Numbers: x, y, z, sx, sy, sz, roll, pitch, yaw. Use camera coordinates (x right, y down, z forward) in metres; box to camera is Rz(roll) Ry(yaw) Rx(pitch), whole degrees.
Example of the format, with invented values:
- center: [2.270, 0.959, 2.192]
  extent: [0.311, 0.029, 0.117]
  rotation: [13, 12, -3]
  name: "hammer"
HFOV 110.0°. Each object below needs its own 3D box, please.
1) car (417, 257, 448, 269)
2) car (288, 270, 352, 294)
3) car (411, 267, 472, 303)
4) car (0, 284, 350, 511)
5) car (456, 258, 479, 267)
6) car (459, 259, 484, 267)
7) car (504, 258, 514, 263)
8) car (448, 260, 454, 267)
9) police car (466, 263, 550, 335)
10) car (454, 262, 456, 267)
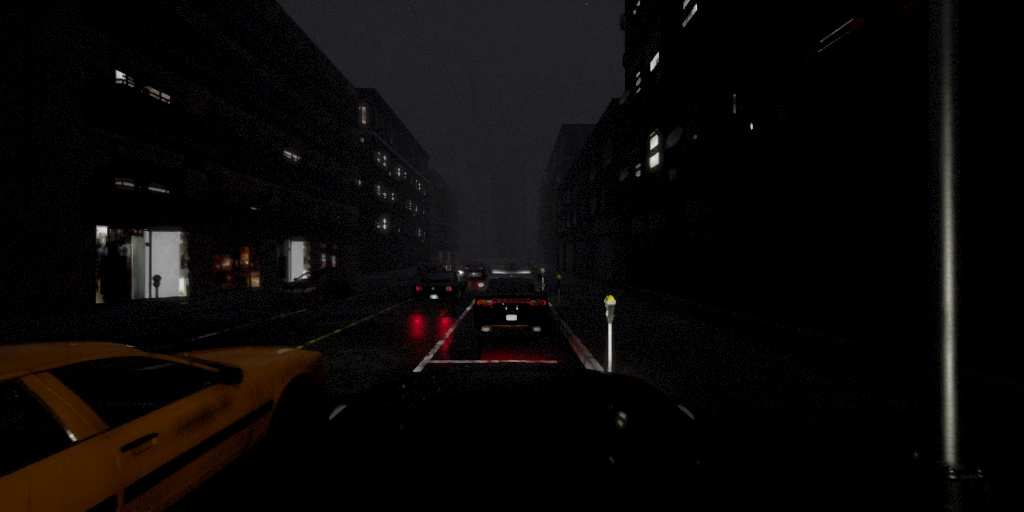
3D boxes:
- center: [-8.837, 1.064, 39.007]
  extent: [2.192, 1.841, 5.009]
  rotation: [0, 0, 0]
  name: "car"
- center: [-8.837, 1.333, 16.462]
  extent: [1.802, 1.307, 4.207]
  rotation: [0, 0, 0]
  name: "car"
- center: [-3.144, 1.351, 16.703]
  extent: [1.895, 1.301, 4.718]
  rotation: [0, 0, 0]
  name: "car"
- center: [-3.145, 1.205, 2.223]
  extent: [1.801, 1.575, 5.366]
  rotation: [0, 0, 0]
  name: "car"
- center: [-6.150, 1.227, 49.848]
  extent: [1.882, 1.535, 5.008]
  rotation: [0, 0, 0]
  name: "car"
- center: [-3.142, 1.243, 31.886]
  extent: [2.128, 1.511, 4.902]
  rotation: [0, 0, 0]
  name: "car"
- center: [-0.456, 1.275, 39.173]
  extent: [1.751, 1.417, 4.829]
  rotation: [0, 0, 0]
  name: "car"
- center: [-8.837, 1.188, 44.643]
  extent: [1.967, 1.591, 4.097]
  rotation: [0, 0, 0]
  name: "car"
- center: [-0.011, 1.175, 10.609]
  extent: [1.930, 1.638, 5.238]
  rotation: [0, 0, 0]
  name: "police car"
- center: [-8.837, 1.293, 50.280]
  extent: [1.888, 1.381, 4.507]
  rotation: [0, 0, 0]
  name: "car"
